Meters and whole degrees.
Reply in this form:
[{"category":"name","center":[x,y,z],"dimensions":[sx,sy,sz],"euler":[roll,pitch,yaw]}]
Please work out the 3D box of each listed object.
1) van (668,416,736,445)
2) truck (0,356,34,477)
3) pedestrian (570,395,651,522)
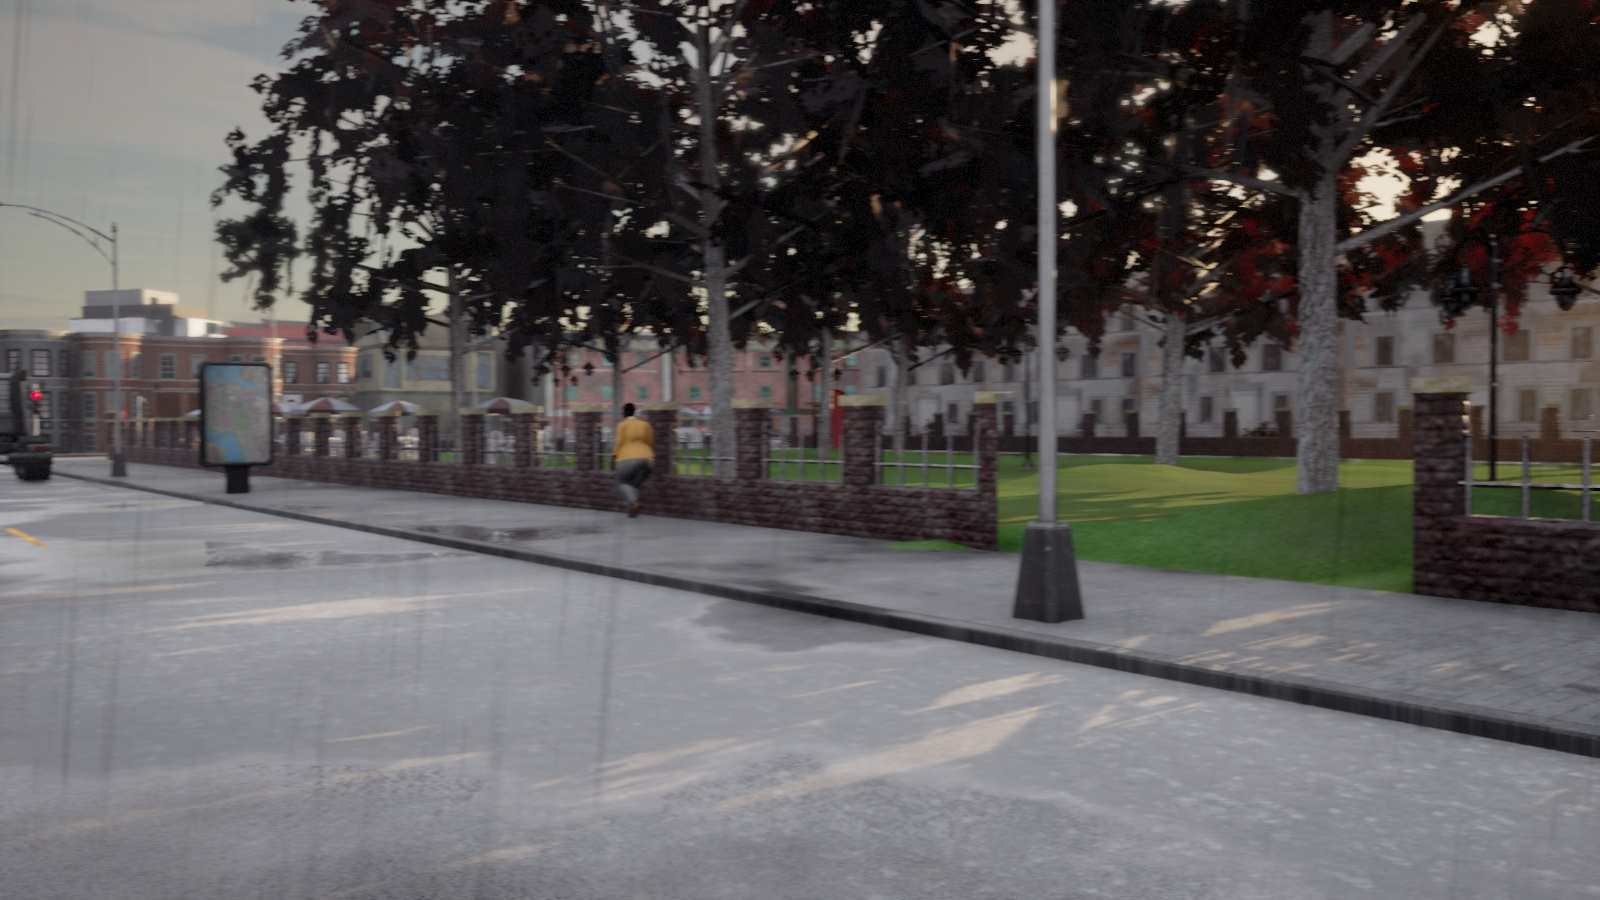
[{"category":"van","center":[-6.671,-1.318,85.549],"dimensions":[4.442,1.987,1.775],"euler":[0,1,1]},{"category":"truck","center":[-25.905,-1.023,38.621],"dimensions":[2.891,3.462,7.936],"euler":[-1,2,-39]},{"category":"pedestrian","center":[-2.854,0.114,18.895],"dimensions":[0.874,1.855,0.900],"euler":[-1,2,-39]}]
